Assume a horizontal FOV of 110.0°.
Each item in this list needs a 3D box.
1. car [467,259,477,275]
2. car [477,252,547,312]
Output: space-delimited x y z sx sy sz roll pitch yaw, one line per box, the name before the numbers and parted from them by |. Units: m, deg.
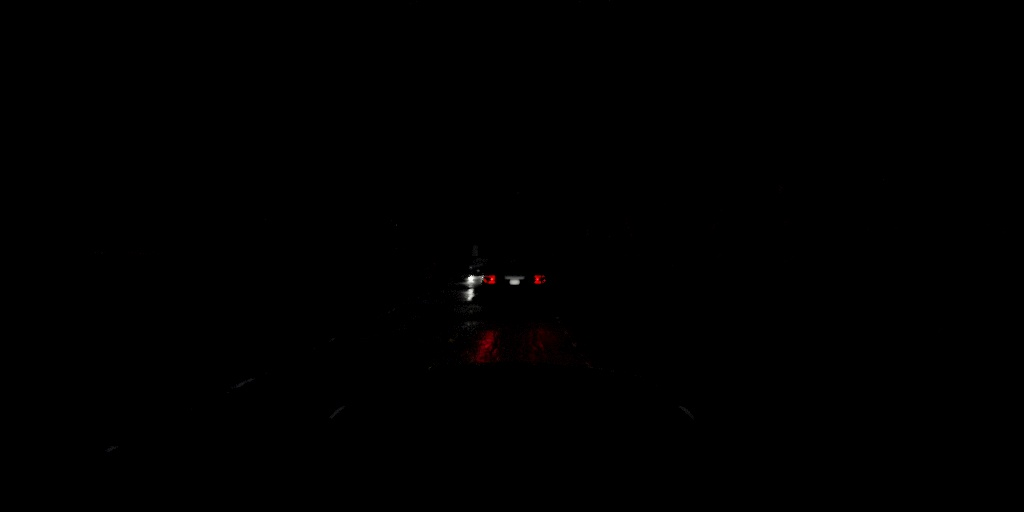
car | -2.866 0.947 32.740 1.812 1.442 4.674 0 1 0
car | 0.082 0.849 13.705 2.150 2.045 5.566 0 1 0
